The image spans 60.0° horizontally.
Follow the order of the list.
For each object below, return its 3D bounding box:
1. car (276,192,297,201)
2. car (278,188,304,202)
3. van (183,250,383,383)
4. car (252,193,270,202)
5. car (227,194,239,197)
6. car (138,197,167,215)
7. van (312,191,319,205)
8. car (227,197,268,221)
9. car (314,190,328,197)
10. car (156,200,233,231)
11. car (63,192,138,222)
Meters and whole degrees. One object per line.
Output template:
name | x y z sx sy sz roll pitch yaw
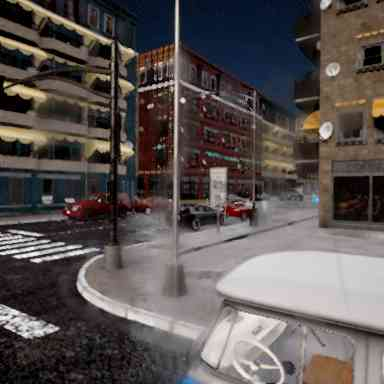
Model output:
car | 15.851 0.653 55.522 1.947 1.339 4.313 2 2 35
car | 14.854 0.478 49.438 2.150 2.045 5.566 1 1 35
van | 1.742 1.343 1.622 3.998 1.788 1.690 0 1 36
car | 9.446 0.814 46.406 1.947 1.339 4.313 2 2 35
car | 3.378 0.974 33.278 2.128 1.511 4.902 1 1 35
car | -3.364 1.115 28.175 1.887 1.381 4.507 2 2 35
van | 16.283 0.684 41.552 1.690 1.788 3.998 2 2 35
car | 3.469 1.246 23.326 1.802 1.307 4.206 2 2 35
car | 28.662 0.311 73.753 1.887 1.381 4.507 2 2 35
car | 0.266 1.311 18.768 1.947 1.339 4.313 2 2 35
car | -6.564 0.966 23.611 2.192 1.841 5.009 2 2 35
